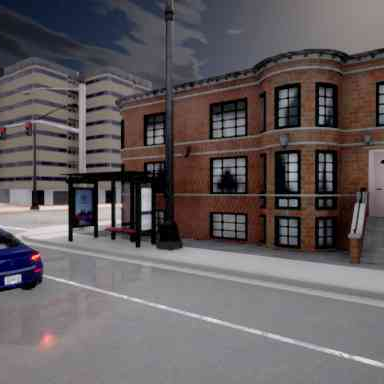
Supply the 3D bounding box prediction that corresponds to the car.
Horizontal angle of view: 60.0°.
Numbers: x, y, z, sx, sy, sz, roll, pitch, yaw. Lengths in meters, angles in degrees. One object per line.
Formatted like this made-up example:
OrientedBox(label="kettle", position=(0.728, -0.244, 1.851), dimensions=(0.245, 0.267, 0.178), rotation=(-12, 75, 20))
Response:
OrientedBox(label="car", position=(-5.289, 1.508, 7.718), dimensions=(4.674, 1.442, 1.812), rotation=(0, 0, 36))
